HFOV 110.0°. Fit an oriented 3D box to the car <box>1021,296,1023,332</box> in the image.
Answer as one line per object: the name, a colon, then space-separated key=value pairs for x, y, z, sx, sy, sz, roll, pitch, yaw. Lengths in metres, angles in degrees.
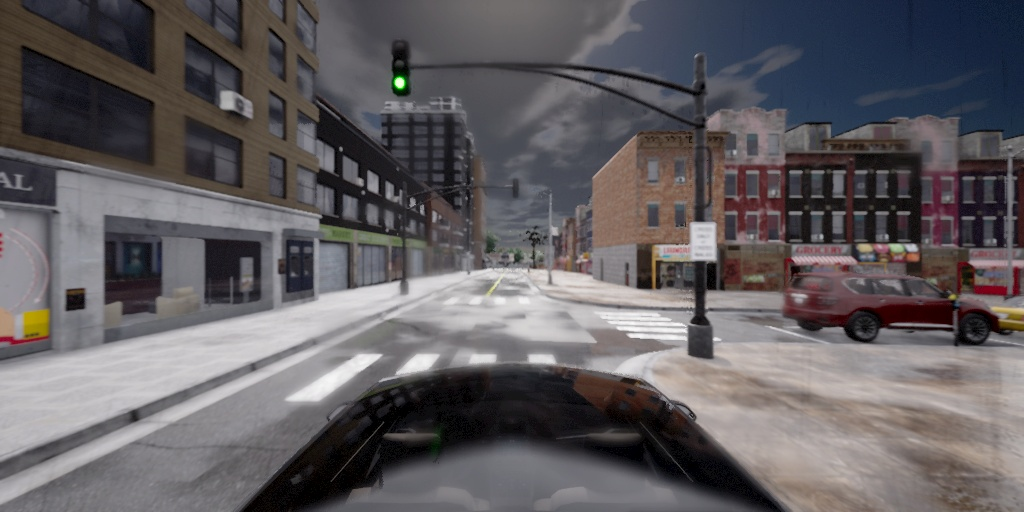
car: x=16.522 y=1.749 z=10.507 sx=4.829 sy=1.417 sz=1.751 roll=0 pitch=0 yaw=0

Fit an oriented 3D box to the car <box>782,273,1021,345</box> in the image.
car: x=10.807 y=1.436 z=10.526 sx=5.009 sy=1.841 sz=2.192 roll=0 pitch=0 yaw=0
